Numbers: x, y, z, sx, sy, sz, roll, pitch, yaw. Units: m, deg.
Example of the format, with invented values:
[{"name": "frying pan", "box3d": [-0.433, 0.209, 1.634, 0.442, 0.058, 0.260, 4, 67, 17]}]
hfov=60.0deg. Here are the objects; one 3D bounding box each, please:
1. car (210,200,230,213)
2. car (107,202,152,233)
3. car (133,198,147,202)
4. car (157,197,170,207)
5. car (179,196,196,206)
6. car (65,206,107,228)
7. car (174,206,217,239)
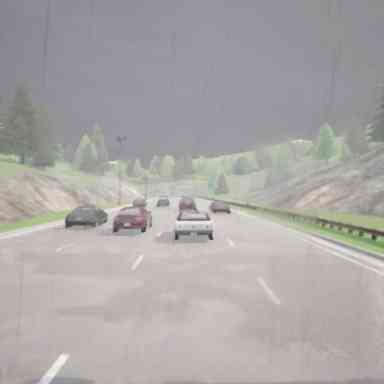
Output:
[{"name": "car", "box3d": [3.066, 1.603, 37.436, 1.994, 1.385, 4.181, 0, 0, -2]}, {"name": "car", "box3d": [-3.472, 1.557, 19.903, 1.812, 1.442, 4.674, 0, 0, -1]}, {"name": "car", "box3d": [-7.929, 1.643, 50.852, 1.994, 1.385, 4.181, 0, 0, -2]}, {"name": "car", "box3d": [-4.504, 1.566, 52.970, 2.128, 1.511, 4.902, 0, 0, -2]}, {"name": "car", "box3d": [-0.589, 1.403, 41.389, 2.097, 1.767, 4.553, 0, 0, -2]}, {"name": "car", "box3d": [-7.008, 1.607, 22.479, 1.994, 1.385, 4.181, 0, 0, -1]}, {"name": "car", "box3d": [0.067, 1.622, 17.371, 1.895, 1.301, 4.718, 0, 0, 0]}]
